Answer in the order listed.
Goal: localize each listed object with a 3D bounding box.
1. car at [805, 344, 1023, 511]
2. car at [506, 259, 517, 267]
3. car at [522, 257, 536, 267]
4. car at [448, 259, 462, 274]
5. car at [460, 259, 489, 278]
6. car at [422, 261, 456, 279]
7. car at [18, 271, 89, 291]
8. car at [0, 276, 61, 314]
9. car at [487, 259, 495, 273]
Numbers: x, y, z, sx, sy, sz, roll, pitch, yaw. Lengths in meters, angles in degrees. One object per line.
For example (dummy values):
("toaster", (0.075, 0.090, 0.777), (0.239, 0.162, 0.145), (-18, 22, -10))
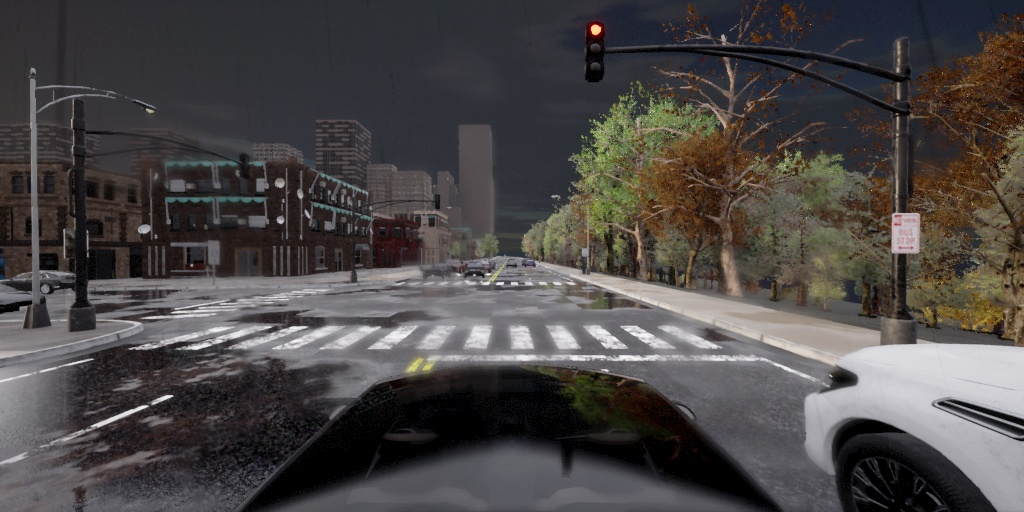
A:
("car", (3.356, 0.972, 0.372), (2.150, 2.045, 5.566), (0, 0, 0))
("car", (-0.048, 1.296, 64.105), (1.994, 1.385, 4.181), (0, 0, 0))
("car", (3.210, 1.257, 64.075), (1.812, 1.442, 4.674), (0, 0, 0))
("car", (-6.677, 1.092, 41.559), (2.097, 1.767, 4.553), (0, 0, 0))
("car", (-3.442, 1.290, 33.864), (2.033, 1.411, 5.357), (0, 0, -4))
("car", (-6.675, 1.344, 32.474), (1.895, 1.301, 4.718), (0, 0, 0))
("car", (-28.324, 1.561, 21.617), (4.403, 1.370, 2.007), (0, 0, 0))
("car", (-19.972, 1.566, 13.124), (4.313, 1.339, 1.948), (0, 0, 0))
("car", (-3.430, 1.265, 43.327), (1.812, 1.442, 4.674), (0, 0, 0))
